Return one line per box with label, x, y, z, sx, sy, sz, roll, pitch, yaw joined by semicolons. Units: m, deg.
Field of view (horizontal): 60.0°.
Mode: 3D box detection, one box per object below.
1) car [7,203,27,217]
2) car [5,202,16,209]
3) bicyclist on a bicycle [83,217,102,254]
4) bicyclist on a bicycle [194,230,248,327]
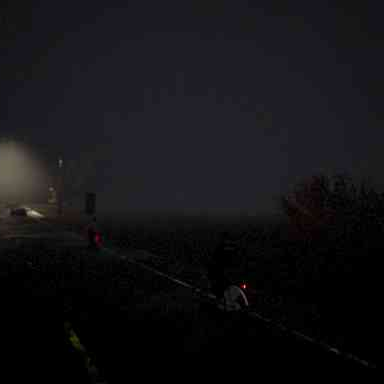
car;-23.969;2.637;45.934;1.994;1.385;4.181;2;-1;-31
car;-34.087;2.526;62.685;1.895;1.301;4.718;2;-1;-31
bicyclist on a bicycle;-4.379;1.907;14.845;0.866;1.612;1.509;2;-2;-31
bicyclist on a bicycle;0.515;1.643;6.709;0.659;1.776;1.843;2;-2;-31
